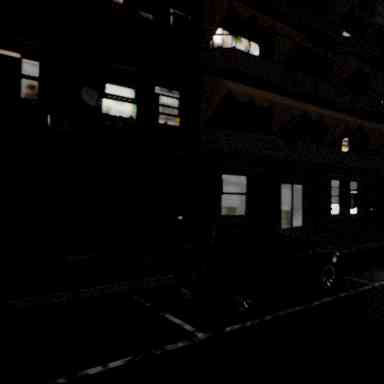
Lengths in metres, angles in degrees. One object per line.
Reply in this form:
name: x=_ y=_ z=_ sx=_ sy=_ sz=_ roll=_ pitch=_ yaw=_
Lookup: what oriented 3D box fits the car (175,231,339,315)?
car: x=1.672 y=1.629 z=7.737 sx=4.313 sy=1.339 sz=1.947 roll=1 pitch=0 yaw=-35
